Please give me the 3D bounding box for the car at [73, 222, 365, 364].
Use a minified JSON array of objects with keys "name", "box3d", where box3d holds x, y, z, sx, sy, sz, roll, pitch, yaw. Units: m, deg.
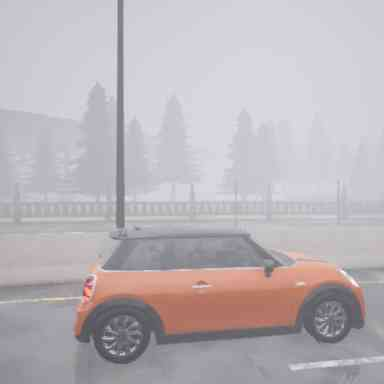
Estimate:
[{"name":"car","box3d":[0.473,1.363,5.636,4.553,1.767,2.097,0,0,-11]}]
